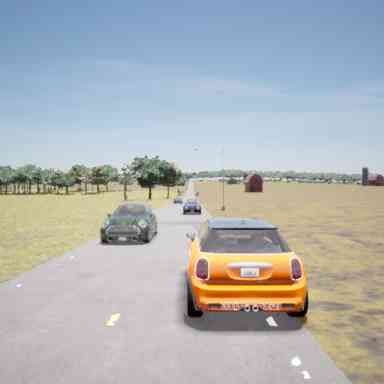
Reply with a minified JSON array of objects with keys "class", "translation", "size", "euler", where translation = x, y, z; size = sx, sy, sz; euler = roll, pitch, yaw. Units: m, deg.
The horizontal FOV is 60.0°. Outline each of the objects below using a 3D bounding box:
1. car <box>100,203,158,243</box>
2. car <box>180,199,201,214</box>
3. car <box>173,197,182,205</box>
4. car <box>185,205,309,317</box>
[{"class":"car","translation":[-2.867,1.348,15.939],"size":[2.097,1.767,4.553],"euler":[0,0,0]},{"class":"car","translation":[0.034,1.654,35.522],"size":[1.895,1.301,4.718],"euler":[0,0,0]},{"class":"car","translation":[-2.820,1.768,66.780],"size":[2.033,1.411,5.357],"euler":[0,0,0]},{"class":"car","translation":[0.954,1.347,7.616],"size":[2.097,1.767,4.553],"euler":[0,0,0]}]
